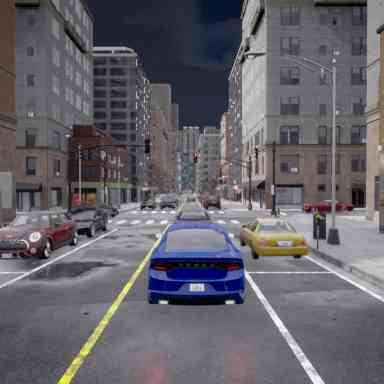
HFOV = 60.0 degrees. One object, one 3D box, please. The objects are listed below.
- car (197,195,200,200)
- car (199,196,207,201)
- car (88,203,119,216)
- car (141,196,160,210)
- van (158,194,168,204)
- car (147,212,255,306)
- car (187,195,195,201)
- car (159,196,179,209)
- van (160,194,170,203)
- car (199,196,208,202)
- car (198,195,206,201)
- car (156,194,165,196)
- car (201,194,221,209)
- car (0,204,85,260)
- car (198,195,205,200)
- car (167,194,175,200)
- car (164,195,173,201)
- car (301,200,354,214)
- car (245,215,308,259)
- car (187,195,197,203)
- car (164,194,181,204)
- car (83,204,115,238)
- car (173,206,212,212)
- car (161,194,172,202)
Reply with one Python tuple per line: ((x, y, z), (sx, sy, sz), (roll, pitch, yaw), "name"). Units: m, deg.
((2.707, 1.370, 66.961), (2.192, 1.841, 5.009), (-1, 0, 0), "car")
((2.678, 1.631, 83.718), (1.947, 1.339, 4.313), (-1, 0, 0), "car")
((-8.467, 1.648, 28.705), (4.181, 1.385, 1.994), (-1, 0, 12), "car")
((-5.773, 1.600, 44.599), (1.947, 1.339, 4.313), (-1, 0, 0), "car")
((-5.823, 1.396, 66.943), (1.690, 1.788, 3.998), (-1, 0, 0), "van")
((0.079, 1.478, 8.152), (1.882, 1.535, 5.008), (0, 0, 0), "car")
((-0.182, 1.534, 84.497), (1.895, 1.301, 4.718), (0, 0, 0), "car")
((-3.193, 1.582, 45.347), (2.033, 1.411, 5.357), (0, 0, 0), "car")
((-5.835, 1.400, 72.529), (1.690, 1.788, 3.998), (-1, 0, 0), "van")
((2.688, 1.587, 78.303), (1.752, 1.417, 4.829), (-1, 0, 0), "car")
((2.668, 1.633, 89.304), (1.947, 1.339, 4.313), (-1, 0, 0), "car")
((-5.797, 1.571, 55.601), (1.752, 1.417, 4.829), (-1, 0, 0), "car")
((2.750, 1.349, 44.617), (2.192, 1.841, 5.009), (-1, 0, 0), "car")
((-5.704, 1.441, 12.230), (1.967, 1.590, 4.097), (-1, 0, 0), "car")
((2.657, 1.621, 94.890), (2.008, 1.369, 4.403), (-1, 0, 0), "car")
((-5.882, 1.510, 94.871), (1.967, 1.590, 4.097), (-1, 0, 0), "car")
((-5.858, 1.505, 83.700), (1.967, 1.590, 4.097), (-1, 0, 0), "car")
((13.289, 1.457, 32.882), (4.718, 1.301, 1.895), (-1, 1, -1), "car")
((2.821, 1.527, 12.419), (1.752, 1.417, 4.829), (-1, 0, 0), "car")
((-0.159, 1.577, 74.045), (2.128, 1.511, 4.902), (0, 0, 0), "car")
((-3.206, 1.551, 55.676), (1.837, 1.490, 4.892), (0, 0, 0), "car")
((-5.715, 1.570, 17.726), (1.947, 1.339, 4.313), (-1, 0, 0), "car")
((0.063, 1.605, 17.515), (1.895, 1.301, 4.718), (0, 0, 0), "car")
((-5.847, 1.377, 78.115), (2.192, 1.841, 5.009), (-1, 0, 0), "car")
